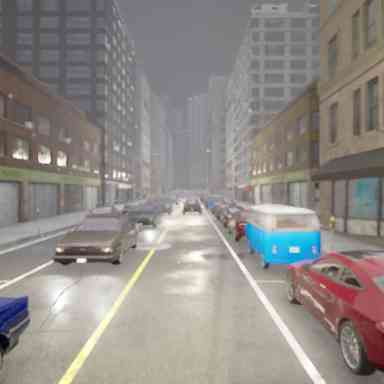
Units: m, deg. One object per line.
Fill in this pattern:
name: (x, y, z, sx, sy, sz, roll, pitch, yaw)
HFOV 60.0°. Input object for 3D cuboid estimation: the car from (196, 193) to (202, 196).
car: (0.046, 1.356, 46.578, 1.882, 1.535, 5.008, 0, 0, 1)

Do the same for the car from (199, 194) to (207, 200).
car: (2.800, 1.247, 83.025, 1.802, 1.307, 4.206, 0, 0, 0)

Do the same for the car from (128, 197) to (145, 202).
car: (-5.747, 1.495, 33.064, 2.008, 1.369, 4.403, 0, 0, 0)

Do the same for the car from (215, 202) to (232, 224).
car: (2.772, 1.564, 21.950, 1.802, 1.307, 4.206, 0, 0, 0)

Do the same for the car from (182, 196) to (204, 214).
car: (0.014, 1.466, 33.752, 1.812, 1.442, 4.674, 0, 0, 0)

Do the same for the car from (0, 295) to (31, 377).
car: (-3.089, 1.600, 2.224, 1.895, 1.301, 4.718, 0, 0, 0)

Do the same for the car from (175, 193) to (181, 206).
car: (-2.980, 1.317, 50.678, 2.033, 1.411, 5.357, 0, 0, 0)

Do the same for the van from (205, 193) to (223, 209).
van: (2.780, 1.258, 38.607, 1.690, 1.788, 3.998, 0, 0, 0)

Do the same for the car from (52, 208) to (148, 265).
car: (-3.083, 1.540, 11.960, 2.033, 1.411, 5.357, 0, 0, 0)

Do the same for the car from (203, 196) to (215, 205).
car: (2.786, 1.419, 55.264, 1.802, 1.307, 4.206, 0, 0, 0)

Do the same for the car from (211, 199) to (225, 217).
car: (2.775, 1.549, 27.501, 1.802, 1.307, 4.206, 0, 0, 0)

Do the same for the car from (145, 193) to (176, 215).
car: (-3.030, 1.294, 33.251, 2.097, 1.767, 4.553, 0, 0, 1)

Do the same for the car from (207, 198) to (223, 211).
car: (2.778, 1.526, 33.057, 1.802, 1.307, 4.206, 0, 0, 0)

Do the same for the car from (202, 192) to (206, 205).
car: (2.782, 1.206, 44.159, 2.192, 1.841, 5.009, 0, 0, 0)

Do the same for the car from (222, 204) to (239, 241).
car: (2.768, 1.534, 16.394, 1.887, 1.381, 4.507, 0, 0, 0)

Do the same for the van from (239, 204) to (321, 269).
van: (2.765, 1.334, 10.843, 1.690, 1.788, 3.998, 0, 0, 0)

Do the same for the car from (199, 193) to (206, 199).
car: (2.802, 1.144, 88.749, 1.752, 1.417, 4.829, 0, 0, 0)

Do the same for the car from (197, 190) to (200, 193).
car: (2.798, 1.021, 77.473, 2.192, 1.841, 5.009, 0, 0, 0)

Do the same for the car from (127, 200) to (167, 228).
car: (-3.076, 1.528, 22.499, 2.033, 1.411, 5.357, 0, 0, 0)

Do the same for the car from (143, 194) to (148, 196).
car: (-5.743, 1.205, 44.167, 2.192, 1.841, 5.009, 0, 0, 0)

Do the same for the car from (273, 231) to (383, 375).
car: (2.764, 1.579, 5.291, 1.802, 1.307, 4.206, 0, 0, 0)

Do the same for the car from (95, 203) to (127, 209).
car: (-5.755, 1.564, 21.958, 1.802, 1.307, 4.206, 0, 0, 0)
